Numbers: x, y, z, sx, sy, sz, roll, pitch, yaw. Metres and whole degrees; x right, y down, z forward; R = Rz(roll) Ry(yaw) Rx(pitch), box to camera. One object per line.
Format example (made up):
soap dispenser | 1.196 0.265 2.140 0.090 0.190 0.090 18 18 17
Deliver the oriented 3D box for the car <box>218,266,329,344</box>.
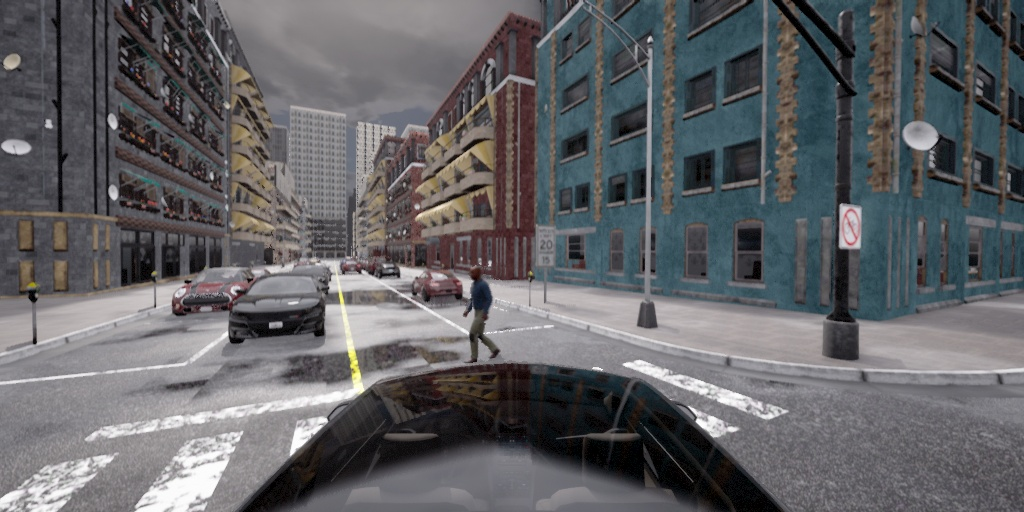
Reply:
car | -6.205 1.204 9.905 1.882 1.535 5.008 0 0 -27

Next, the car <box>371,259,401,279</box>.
car | -10.956 1.237 31.567 1.948 1.339 4.313 0 0 -27

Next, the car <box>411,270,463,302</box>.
car | -3.522 1.294 16.672 1.802 1.307 4.207 0 0 -27

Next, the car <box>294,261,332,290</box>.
car | -10.623 1.207 18.774 1.837 1.490 4.892 0 0 -27

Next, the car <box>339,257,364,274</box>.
car | -17.418 1.174 38.908 1.812 1.442 4.674 0 0 -26

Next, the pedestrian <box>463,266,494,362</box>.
pedestrian | -0.623 1.032 6.614 0.375 1.860 0.375 -1 1 -26

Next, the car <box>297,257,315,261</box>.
car | -27.905 1.058 47.893 1.967 1.591 4.097 0 0 -27

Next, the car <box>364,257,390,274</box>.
car | -13.432 0.972 36.533 2.192 1.841 5.009 0 0 -27

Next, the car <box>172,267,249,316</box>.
car | -10.569 1.155 13.133 1.967 1.591 4.097 0 0 -27

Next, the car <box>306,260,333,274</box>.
car | -15.059 1.241 27.675 1.994 1.385 4.181 0 0 -27
